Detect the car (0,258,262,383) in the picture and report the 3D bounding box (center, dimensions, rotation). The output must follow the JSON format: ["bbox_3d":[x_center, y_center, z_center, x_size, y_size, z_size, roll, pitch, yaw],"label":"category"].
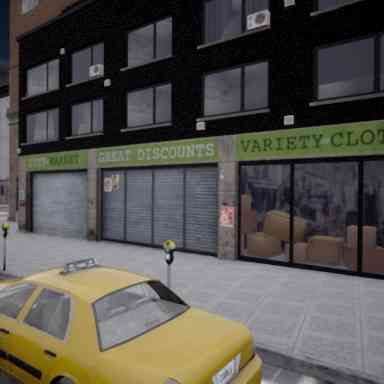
[{"bbox_3d":[-1.579,1.523,4.217,4.829,1.417,1.752,0,1,35],"label":"car"}]
